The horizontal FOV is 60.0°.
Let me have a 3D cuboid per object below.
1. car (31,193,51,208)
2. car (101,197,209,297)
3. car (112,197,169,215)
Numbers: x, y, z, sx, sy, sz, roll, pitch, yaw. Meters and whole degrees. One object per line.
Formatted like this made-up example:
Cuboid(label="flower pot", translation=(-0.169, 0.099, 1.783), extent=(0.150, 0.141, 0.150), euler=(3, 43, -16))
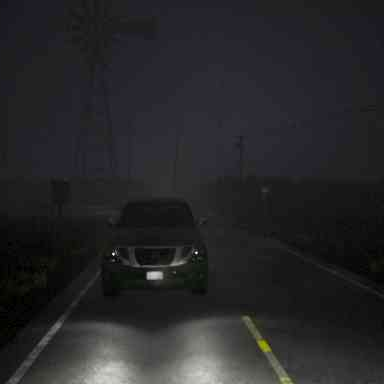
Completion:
Cuboid(label="car", translation=(-17.527, 1.033, 38.912), extent=(1.905, 1.878, 3.866), euler=(0, 0, -36))
Cuboid(label="car", translation=(-0.916, 1.177, 8.895), extent=(2.150, 2.045, 5.566), euler=(0, 0, -5))
Cuboid(label="car", translation=(-4.821, 1.284, 31.099), extent=(5.008, 1.535, 1.882), euler=(0, -1, 23))
